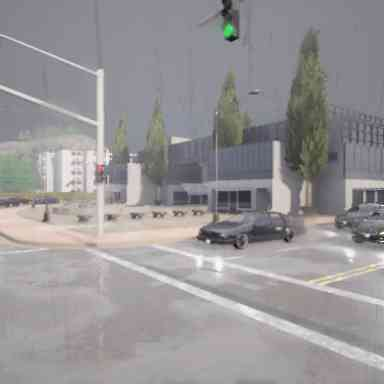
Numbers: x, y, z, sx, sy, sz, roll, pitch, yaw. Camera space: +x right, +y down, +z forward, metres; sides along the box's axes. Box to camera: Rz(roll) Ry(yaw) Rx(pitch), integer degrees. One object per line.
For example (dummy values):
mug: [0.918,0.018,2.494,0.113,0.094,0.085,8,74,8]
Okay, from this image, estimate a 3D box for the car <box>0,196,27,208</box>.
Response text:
car: [-26.487,1.500,48.365,1.837,1.490,4.892,0,0,-1]

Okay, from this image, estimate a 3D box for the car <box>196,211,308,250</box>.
car: [2.800,1.538,14.588,5.357,1.411,2.033,0,0,-35]

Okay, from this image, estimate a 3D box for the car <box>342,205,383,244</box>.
car: [8.973,1.491,14.694,4.892,1.490,1.837,0,0,-36]

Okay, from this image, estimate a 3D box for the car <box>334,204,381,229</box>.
car: [10.580,1.487,20.137,4.892,1.490,1.837,0,0,-35]

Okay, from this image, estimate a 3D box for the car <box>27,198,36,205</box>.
car: [-29.221,1.471,56.087,1.882,1.535,5.008,0,0,14]

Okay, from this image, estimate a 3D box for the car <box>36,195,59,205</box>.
car: [-25.374,1.341,58.128,2.097,1.767,4.553,0,0,17]
